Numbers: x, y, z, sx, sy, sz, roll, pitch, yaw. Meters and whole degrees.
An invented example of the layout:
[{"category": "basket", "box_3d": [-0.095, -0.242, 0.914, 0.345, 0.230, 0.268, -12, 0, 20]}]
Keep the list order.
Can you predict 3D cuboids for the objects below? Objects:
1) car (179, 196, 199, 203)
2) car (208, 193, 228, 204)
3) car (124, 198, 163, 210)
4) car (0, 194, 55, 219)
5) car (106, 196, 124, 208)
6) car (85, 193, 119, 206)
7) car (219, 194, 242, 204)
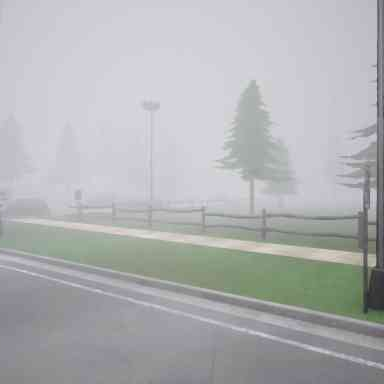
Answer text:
[{"category": "car", "box_3d": [-0.564, 1.479, 67.287, 1.882, 1.535, 5.008, 0, 0, 35]}, {"category": "car", "box_3d": [5.147, 1.223, 63.238, 2.150, 2.045, 5.566, 0, 0, 35]}, {"category": "car", "box_3d": [-5.766, 1.477, 41.771, 1.882, 1.535, 5.008, 0, 0, 35]}, {"category": "car", "box_3d": [-14.824, 1.352, 28.875, 2.097, 1.767, 4.553, 0, 0, 35]}, {"category": "car", "box_3d": [-8.716, 1.564, 43.661, 1.994, 1.385, 4.181, 0, 0, 35]}, {"category": "car", "box_3d": [-13.172, 1.221, 49.480, 2.150, 2.045, 5.566, 0, 0, 35]}, {"category": "car", "box_3d": [7.416, 1.525, 60.394, 1.812, 1.442, 4.674, 0, 0, 35]}]
